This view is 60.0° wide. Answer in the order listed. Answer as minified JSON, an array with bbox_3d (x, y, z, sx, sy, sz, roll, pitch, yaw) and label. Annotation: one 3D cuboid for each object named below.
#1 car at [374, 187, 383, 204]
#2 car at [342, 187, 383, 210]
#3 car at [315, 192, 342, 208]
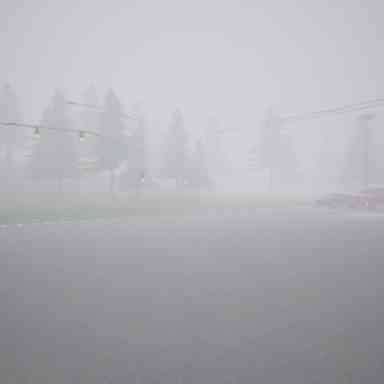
[{"bbox_3d":[25.671,0.348,42.314,5.566,2.045,2.150,-2,2,-35],"label":"car"},{"bbox_3d":[17.490,0.570,32.388,5.566,2.045,2.150,-1,1,-34],"label":"car"},{"bbox_3d":[15.011,0.796,34.937,5.008,1.535,1.882,-1,1,-35],"label":"car"}]
